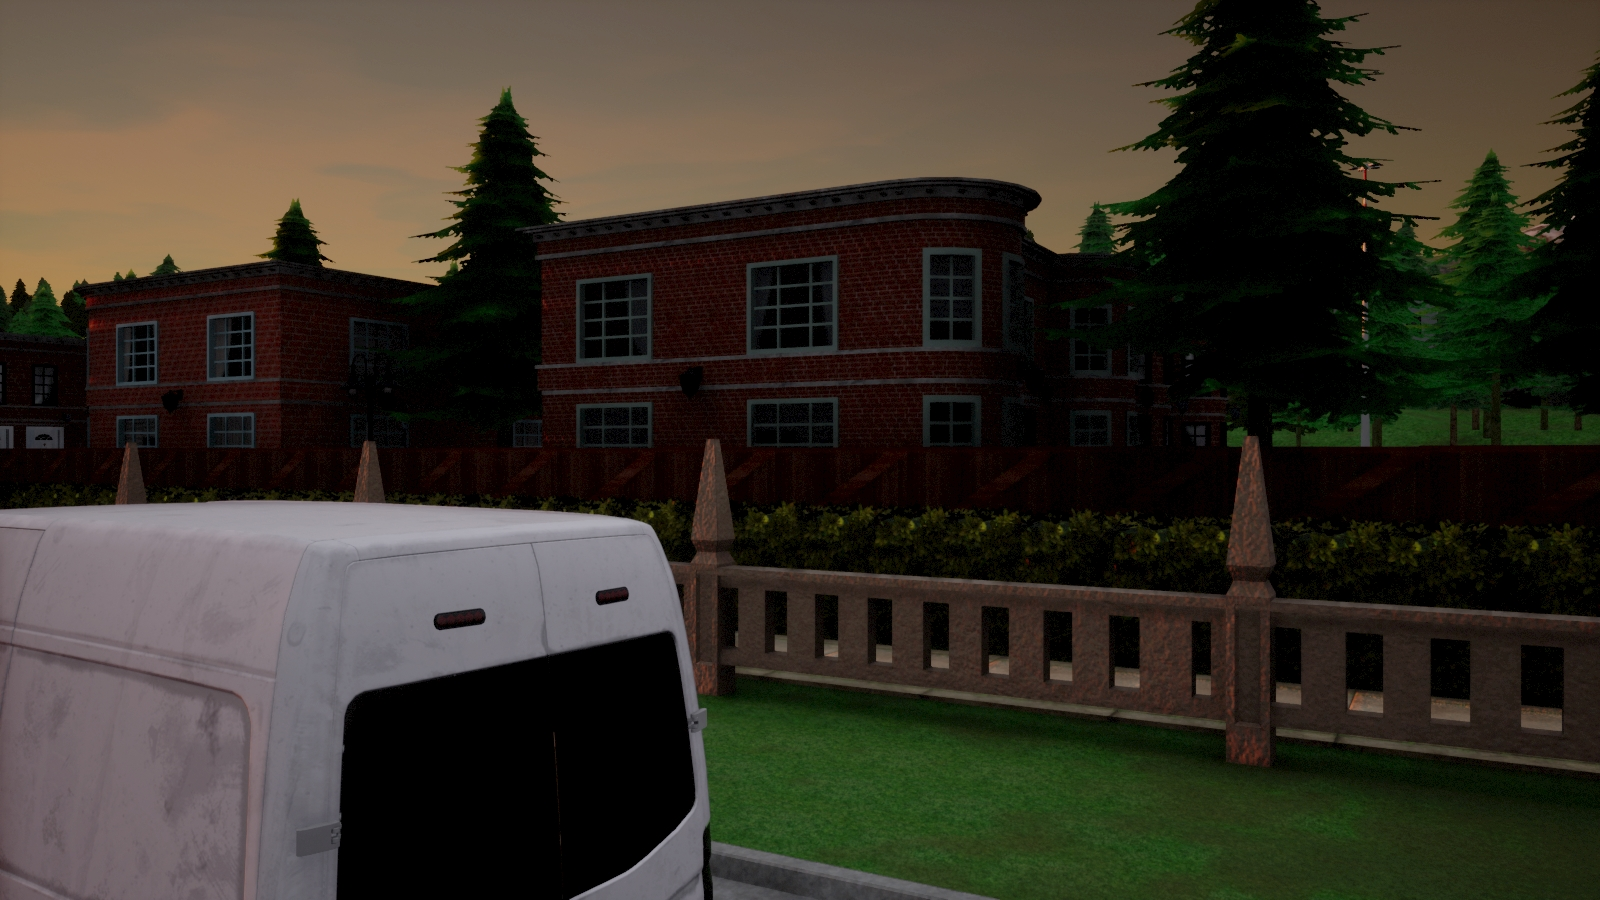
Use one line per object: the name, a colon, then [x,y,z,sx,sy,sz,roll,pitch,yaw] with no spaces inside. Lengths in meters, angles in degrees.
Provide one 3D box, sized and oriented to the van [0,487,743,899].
van: [-3.240,1.534,5.467,5.915,2.561,1.988,0,0,34]
